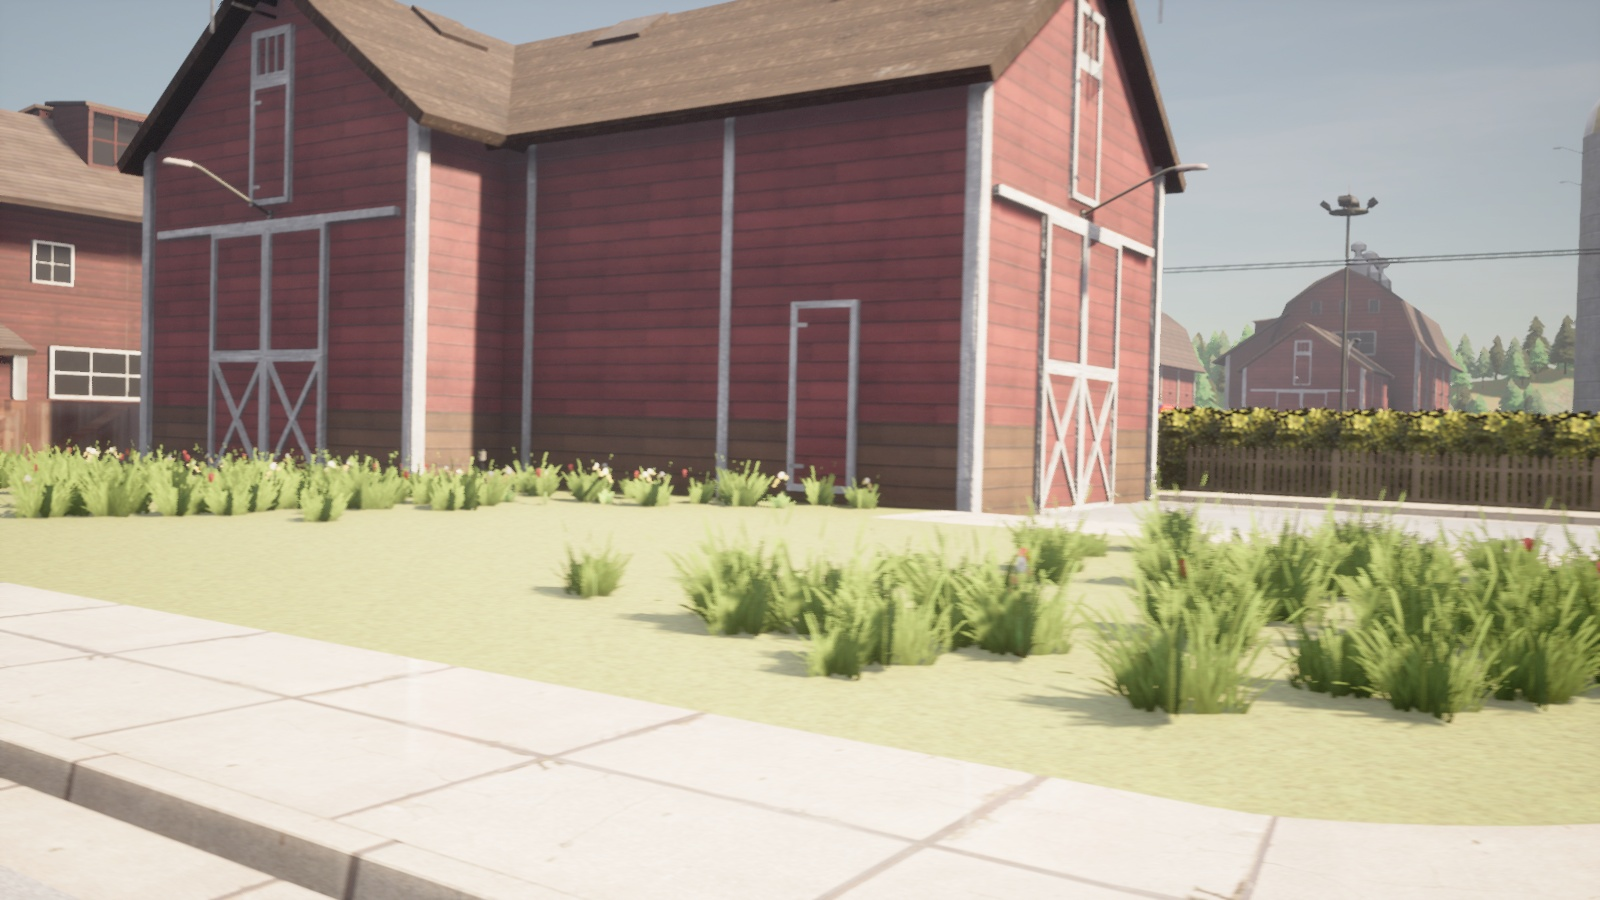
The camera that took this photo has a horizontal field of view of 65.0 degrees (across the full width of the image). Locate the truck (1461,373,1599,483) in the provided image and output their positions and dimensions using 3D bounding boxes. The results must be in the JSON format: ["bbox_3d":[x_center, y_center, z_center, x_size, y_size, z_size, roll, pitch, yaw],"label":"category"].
[{"bbox_3d":[26.240,-0.712,41.004,7.936,3.462,2.891,1,1,33],"label":"truck"}]
